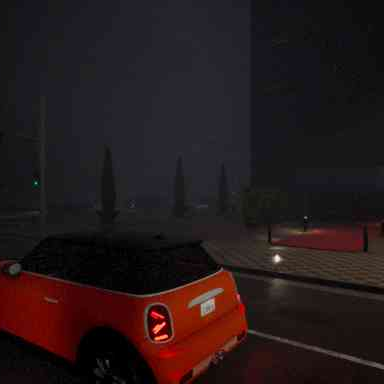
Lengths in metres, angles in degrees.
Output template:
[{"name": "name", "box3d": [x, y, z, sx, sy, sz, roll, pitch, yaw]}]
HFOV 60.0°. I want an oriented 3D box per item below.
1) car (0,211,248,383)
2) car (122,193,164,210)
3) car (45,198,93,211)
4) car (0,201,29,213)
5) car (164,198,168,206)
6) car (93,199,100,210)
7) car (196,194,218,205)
[{"name": "car", "box3d": [-1.544, 1.352, 5.095, 4.553, 1.767, 2.097, 0, 0, 36]}, {"name": "car", "box3d": [-6.736, 1.222, 44.481, 2.150, 2.045, 5.566, 0, 0, 36]}, {"name": "car", "box3d": [-13.323, 1.601, 35.381, 1.895, 1.301, 4.718, 0, 0, 36]}, {"name": "car", "box3d": [-19.107, 1.601, 33.357, 1.895, 1.301, 4.718, 0, 0, 36]}, {"name": "car", "box3d": [-5.802, 1.487, 51.729, 2.128, 1.511, 4.902, 0, 1, 36]}, {"name": "car", "box3d": [-13.648, 1.491, 40.902, 2.128, 1.511, 4.902, 0, 0, 36]}, {"name": "car", "box3d": [2.667, 1.525, 57.388, 1.812, 1.442, 4.674, 0, 0, 36]}]
